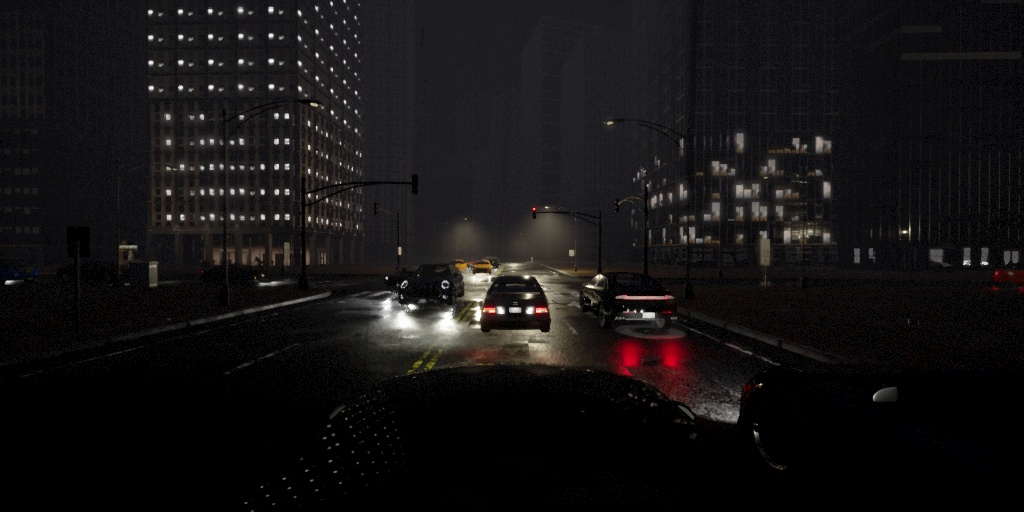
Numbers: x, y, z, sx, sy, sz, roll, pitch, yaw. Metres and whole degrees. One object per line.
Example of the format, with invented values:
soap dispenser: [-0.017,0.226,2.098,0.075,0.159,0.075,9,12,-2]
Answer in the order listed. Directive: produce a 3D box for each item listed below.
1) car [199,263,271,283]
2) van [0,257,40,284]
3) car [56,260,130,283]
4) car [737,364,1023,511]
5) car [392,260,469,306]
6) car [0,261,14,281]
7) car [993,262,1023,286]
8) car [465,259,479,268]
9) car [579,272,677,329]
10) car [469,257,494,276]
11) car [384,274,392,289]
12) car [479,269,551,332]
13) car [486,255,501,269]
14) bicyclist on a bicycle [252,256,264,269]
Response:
car: [-19.967,1.227,25.940,4.181,1.385,1.994,0,0,1]
van: [-33.915,0.959,23.716,3.998,1.789,1.690,0,0,1]
car: [-30.059,1.093,26.201,5.008,1.535,1.882,0,0,2]
car: [3.354,1.314,2.032,1.994,1.385,4.181,0,0,0]
car: [-3.338,1.096,15.630,2.097,1.767,4.553,0,0,0]
car: [-40.301,1.092,26.484,4.674,1.442,1.812,0,0,2]
car: [36.736,1.276,24.830,4.553,1.767,2.097,0,0,1]
car: [-6.540,1.208,59.601,1.812,1.442,4.674,0,0,0]
car: [3.354,1.238,11.188,2.128,1.511,4.902,0,0,0]
car: [-3.103,1.202,37.762,1.882,1.535,5.008,0,0,-3]
car: [-6.573,1.347,23.026,1.895,1.301,4.718,0,0,0]
car: [0.107,1.294,10.774,2.033,1.411,5.357,0,0,1]
car: [-3.292,0.911,56.790,2.150,2.045,5.566,0,0,0]
bicyclist on a bicycle: [-24.675,0.867,34.798,0.582,1.620,1.656,0,1,1]
